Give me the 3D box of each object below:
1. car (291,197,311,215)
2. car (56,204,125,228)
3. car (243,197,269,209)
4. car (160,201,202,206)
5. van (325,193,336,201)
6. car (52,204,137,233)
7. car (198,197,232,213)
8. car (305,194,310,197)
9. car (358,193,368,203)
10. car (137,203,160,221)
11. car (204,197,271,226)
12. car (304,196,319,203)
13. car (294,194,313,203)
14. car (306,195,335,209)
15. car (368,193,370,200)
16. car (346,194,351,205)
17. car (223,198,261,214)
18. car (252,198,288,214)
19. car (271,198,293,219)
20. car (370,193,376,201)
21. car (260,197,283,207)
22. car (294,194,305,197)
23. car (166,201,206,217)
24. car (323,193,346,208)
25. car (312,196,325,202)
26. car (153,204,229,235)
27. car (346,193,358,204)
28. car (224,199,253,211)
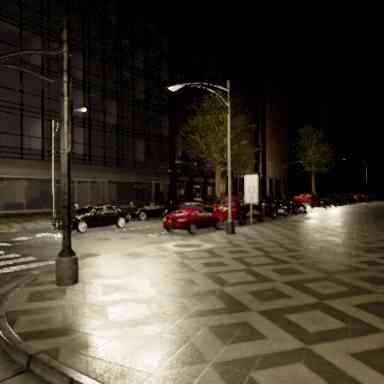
[{"bbox_3d":[9.684,1.457,32.251,1.947,1.339,4.313,-1,0,35],"label":"car"},{"bbox_3d":[-6.940,1.602,23.175,1.947,1.339,4.313,0,0,35],"label":"car"},{"bbox_3d":[8.982,1.486,46.240,1.752,1.417,4.829,-1,0,35],"label":"car"},{"bbox_3d":[-0.243,1.582,28.032,1.895,1.301,4.718,-1,0,35],"label":"car"},{"bbox_3d":[34.708,1.248,83.510,1.690,1.788,3.998,-1,0,35],"label":"van"},{"bbox_3d":[-5.867,1.518,19.883,1.837,1.490,4.892,-1,0,35],"label":"car"},{"bbox_3d":[2.670,1.425,37.099,1.967,1.590,4.097,-1,0,35],"label":"car"},{"bbox_3d":[19.368,1.230,50.822,2.097,1.767,4.553,-1,0,35],"label":"car"},{"bbox_3d":[32.107,1.135,64.736,2.192,1.841,5.009,-1,0,35],"label":"car"},{"bbox_3d":[-3.736,1.583,27.817,1.947,1.339,4.313,-1,0,35],"label":"car"},{"bbox_3d":[3.276,1.239,22.972,2.192,1.841,5.009,-1,0,35],"label":"car"},{"bbox_3d":[25.100,1.479,69.586,1.947,1.339,4.313,-1,0,35],"label":"car"},{"bbox_3d":[21.893,1.237,64.946,2.192,1.841,5.009,-1,0,35],"label":"car"},{"bbox_3d":[16.090,1.411,41.533,1.887,1.381,4.507,-1,0,35],"label":"car"},{"bbox_3d":[35.408,1.338,69.515,1.752,1.417,4.829,-1,0,35],"label":"car"},{"bbox_3d":[22.498,1.412,50.813,1.947,1.339,4.313,-1,0,35],"label":"car"},{"bbox_3d":[5.493,1.444,36.317,2.128,1.511,4.902,-1,0,35],"label":"car"},{"bbox_3d":[8.213,1.395,34.648,1.882,1.535,5.008,-1,0,35],"label":"car"},{"bbox_3d":[6.481,1.473,27.612,1.947,1.339,4.313,-1,0,35],"label":"car"},{"bbox_3d":[41.718,1.395,78.655,1.802,1.307,4.206,-1,0,35],"label":"car"},{"bbox_3d":[12.283,1.515,51.022,1.947,1.339,4.313,-1,0,35],"label":"car"},{"bbox_3d":[18.691,1.476,60.304,1.887,1.381,4.507,-1,0,35],"label":"car"},{"bbox_3d":[-0.532,1.583,32.458,1.802,1.307,4.206,-1,0,35],"label":"car"},{"bbox_3d":[19.292,1.171,46.175,2.192,1.841,5.009,-1,0,35],"label":"car"},{"bbox_3d":[28.303,1.489,74.226,1.802,1.307,4.206,-1,0,35],"label":"car"},{"bbox_3d":[0.074,1.525,18.331,1.802,1.307,4.206,-1,0,35],"label":"car"},{"bbox_3d":[25.699,1.152,55.455,2.192,1.841,5.009,-1,0,35],"label":"car"},{"bbox_3d":[5.876,1.554,41.740,1.802,1.307,4.206,-1,0,35],"label":"car"}]
